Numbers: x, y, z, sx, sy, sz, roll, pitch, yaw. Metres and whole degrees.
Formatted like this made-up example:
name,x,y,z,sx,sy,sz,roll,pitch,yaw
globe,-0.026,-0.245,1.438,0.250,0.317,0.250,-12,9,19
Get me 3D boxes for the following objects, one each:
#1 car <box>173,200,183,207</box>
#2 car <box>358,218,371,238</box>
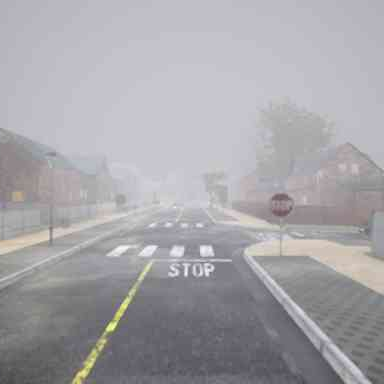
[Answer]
name,x,y,z,sx,sy,sz,roll,pitch,yaw
car,-2.745,2.350,67.311,1.994,1.385,4.181,0,-1,0
car,11.530,1.912,18.062,4.674,1.442,1.812,1,-2,-1
